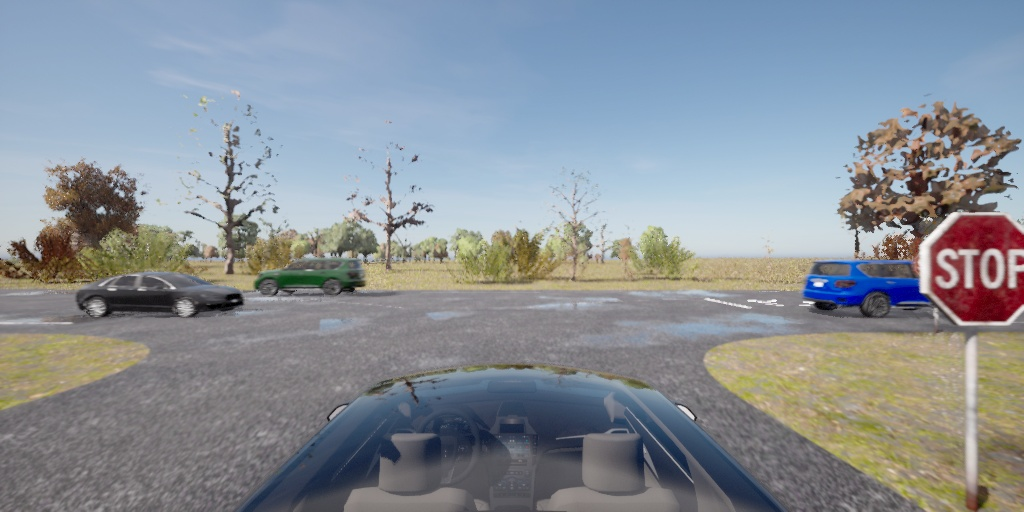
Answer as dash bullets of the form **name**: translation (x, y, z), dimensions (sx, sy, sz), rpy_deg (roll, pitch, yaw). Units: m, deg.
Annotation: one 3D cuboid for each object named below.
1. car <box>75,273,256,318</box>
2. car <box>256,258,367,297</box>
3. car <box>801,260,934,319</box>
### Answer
- **car**: translation (-12.377, 1.344, 12.795), dimensions (4.892, 1.490, 1.837), rpy_deg (0, -1, -1)
- **car**: translation (-10.987, 1.132, 19.837), dimensions (5.566, 2.045, 2.150), rpy_deg (0, -1, -1)
- **car**: translation (14.048, 1.154, 13.381), dimensions (5.566, 2.045, 2.150), rpy_deg (0, 0, -2)
